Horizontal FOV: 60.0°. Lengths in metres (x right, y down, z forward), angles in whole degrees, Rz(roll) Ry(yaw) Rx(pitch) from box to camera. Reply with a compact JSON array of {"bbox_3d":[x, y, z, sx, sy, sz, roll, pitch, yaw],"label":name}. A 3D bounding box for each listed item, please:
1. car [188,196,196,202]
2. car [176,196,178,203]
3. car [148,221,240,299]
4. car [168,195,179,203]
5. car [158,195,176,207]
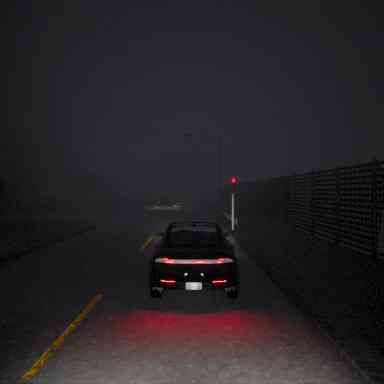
[{"bbox_3d":[0.085,1.595,78.313,1.895,1.301,4.718,0,0,0],"label":"car"},{"bbox_3d":[-4.002,1.601,60.668,1.895,1.301,4.718,0,0,0],"label":"car"},{"bbox_3d":[0.057,1.492,8.462,2.128,1.511,4.902,0,0,1],"label":"car"},{"bbox_3d":[-3.923,1.478,71.103,1.882,1.535,5.008,0,0,0],"label":"car"},{"bbox_3d":[-4.040,1.352,51.301,2.097,1.767,4.553,0,0,0],"label":"car"}]
